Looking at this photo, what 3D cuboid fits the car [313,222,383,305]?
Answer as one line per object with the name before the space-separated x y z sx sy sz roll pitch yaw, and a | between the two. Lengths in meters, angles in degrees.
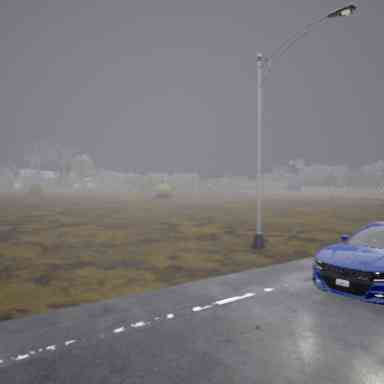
car | 4.844 1.455 7.814 5.008 1.535 1.882 0 1 -37
